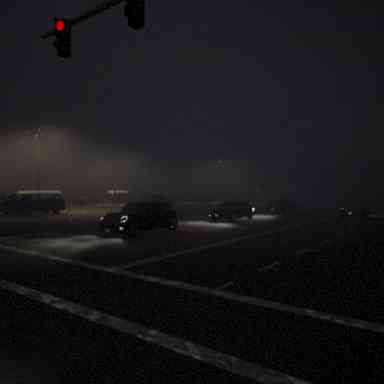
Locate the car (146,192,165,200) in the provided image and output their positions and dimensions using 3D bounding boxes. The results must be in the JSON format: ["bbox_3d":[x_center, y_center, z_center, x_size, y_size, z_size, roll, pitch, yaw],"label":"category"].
[{"bbox_3d":[-7.894,0.842,72.506,1.905,1.878,3.866,0,0,37],"label":"car"}]

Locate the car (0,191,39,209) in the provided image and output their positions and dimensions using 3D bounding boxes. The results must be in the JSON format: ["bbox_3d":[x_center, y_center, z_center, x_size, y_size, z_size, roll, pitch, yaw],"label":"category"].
[{"bbox_3d":[-22.859,0.897,43.033,1.932,1.855,4.605,0,0,37],"label":"car"}]

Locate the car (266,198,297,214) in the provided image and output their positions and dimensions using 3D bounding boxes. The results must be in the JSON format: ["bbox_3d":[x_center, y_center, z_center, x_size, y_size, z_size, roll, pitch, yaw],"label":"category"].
[{"bbox_3d":[9.286,1.417,34.355,2.128,1.511,4.902,0,0,37],"label":"car"}]

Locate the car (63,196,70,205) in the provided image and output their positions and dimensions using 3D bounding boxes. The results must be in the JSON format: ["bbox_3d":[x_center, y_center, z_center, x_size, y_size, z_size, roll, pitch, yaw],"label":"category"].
[{"bbox_3d":[-20.616,1.044,60.213,1.784,1.438,3.905,0,0,37],"label":"car"}]

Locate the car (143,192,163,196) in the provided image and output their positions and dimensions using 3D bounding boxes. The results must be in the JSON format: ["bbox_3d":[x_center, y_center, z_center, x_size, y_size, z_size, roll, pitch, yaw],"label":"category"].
[{"bbox_3d":[-4.715,1.198,48.426,1.970,1.475,3.806,0,0,37],"label":"car"}]

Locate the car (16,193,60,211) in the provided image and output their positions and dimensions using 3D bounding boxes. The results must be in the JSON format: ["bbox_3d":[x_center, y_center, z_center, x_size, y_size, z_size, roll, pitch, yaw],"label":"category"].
[{"bbox_3d":[-18.353,1.173,39.746,1.970,1.475,3.806,0,0,37],"label":"car"}]

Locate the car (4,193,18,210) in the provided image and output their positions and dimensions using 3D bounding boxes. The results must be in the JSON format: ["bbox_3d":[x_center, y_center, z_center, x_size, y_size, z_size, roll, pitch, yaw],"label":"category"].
[{"bbox_3d":[-20.676,1.124,41.474,1.784,1.438,3.905,0,0,37],"label":"car"}]

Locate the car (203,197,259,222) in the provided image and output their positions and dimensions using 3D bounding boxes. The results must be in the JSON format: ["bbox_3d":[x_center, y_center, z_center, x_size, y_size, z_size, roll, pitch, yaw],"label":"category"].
[{"bbox_3d":[3.183,1.438,26.102,1.837,1.490,4.892,0,0,36],"label":"car"}]

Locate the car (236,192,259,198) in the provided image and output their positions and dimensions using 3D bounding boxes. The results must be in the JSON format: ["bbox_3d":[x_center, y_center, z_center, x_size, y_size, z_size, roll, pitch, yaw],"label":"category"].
[{"bbox_3d":[10.168,0.978,59.060,1.932,1.855,4.605,0,0,37],"label":"car"}]

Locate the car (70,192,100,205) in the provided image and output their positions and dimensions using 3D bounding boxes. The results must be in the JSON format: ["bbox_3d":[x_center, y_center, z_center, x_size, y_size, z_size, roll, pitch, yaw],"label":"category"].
[{"bbox_3d":[-18.329,0.852,58.433,1.932,1.855,4.605,0,0,37],"label":"car"}]

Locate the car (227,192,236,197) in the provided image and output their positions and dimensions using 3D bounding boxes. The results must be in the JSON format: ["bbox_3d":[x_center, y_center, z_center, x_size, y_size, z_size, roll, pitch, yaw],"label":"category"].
[{"bbox_3d":[7.878,0.963,60.830,1.905,1.878,3.866,0,0,37],"label":"car"}]

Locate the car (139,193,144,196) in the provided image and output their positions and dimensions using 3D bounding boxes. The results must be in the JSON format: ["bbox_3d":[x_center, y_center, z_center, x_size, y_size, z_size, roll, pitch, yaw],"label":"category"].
[{"bbox_3d":[-10.212,1.064,74.243,1.970,1.475,3.806,0,0,37],"label":"car"}]

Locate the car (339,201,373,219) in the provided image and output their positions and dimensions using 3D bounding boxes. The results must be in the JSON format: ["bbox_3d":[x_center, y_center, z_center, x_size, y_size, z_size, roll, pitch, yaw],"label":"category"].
[{"bbox_3d":[14.266,1.496,28.997,1.812,1.442,4.674,0,0,36],"label":"car"}]

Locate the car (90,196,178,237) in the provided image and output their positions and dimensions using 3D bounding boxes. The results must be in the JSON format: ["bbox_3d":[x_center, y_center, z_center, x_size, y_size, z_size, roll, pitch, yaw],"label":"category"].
[{"bbox_3d":[-2.800,1.292,17.990,2.097,1.767,4.553,0,0,36],"label":"car"}]
